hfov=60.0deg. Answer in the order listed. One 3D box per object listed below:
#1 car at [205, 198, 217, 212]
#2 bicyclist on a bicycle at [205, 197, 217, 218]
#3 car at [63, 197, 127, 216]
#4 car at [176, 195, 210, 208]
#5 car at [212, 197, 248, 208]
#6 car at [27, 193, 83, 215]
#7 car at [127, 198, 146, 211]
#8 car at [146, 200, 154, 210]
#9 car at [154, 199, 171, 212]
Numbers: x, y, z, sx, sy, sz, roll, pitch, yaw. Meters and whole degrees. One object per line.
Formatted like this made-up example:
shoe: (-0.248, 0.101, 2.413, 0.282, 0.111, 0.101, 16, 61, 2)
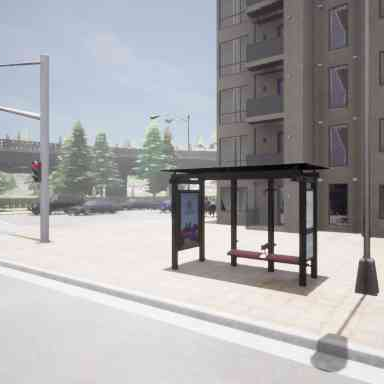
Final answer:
car: (3.277, 1.545, 36.531, 1.895, 1.301, 4.718, 0, 0, 44)
bicyclist on a bicycle: (1.336, 1.245, 26.619, 1.656, 1.620, 0.582, 0, 0, 36)
car: (-9.276, 1.492, 32.367, 2.033, 1.411, 5.357, 0, 0, 37)
car: (0.151, 1.297, 47.392, 4.553, 1.767, 2.097, 0, 0, -34)
car: (5.404, 1.449, 46.757, 4.892, 1.490, 1.837, 0, 0, -29)
car: (-13.208, 1.166, 32.917, 2.150, 2.045, 5.566, 0, 0, 37)
car: (-6.888, 1.492, 40.984, 2.033, 1.411, 5.357, 0, 0, 40)
car: (-2.825, 1.545, 40.301, 1.895, 1.301, 4.718, 0, 0, 43)
car: (-1.603, 1.470, 36.269, 1.812, 1.442, 4.674, 0, 0, 40)
